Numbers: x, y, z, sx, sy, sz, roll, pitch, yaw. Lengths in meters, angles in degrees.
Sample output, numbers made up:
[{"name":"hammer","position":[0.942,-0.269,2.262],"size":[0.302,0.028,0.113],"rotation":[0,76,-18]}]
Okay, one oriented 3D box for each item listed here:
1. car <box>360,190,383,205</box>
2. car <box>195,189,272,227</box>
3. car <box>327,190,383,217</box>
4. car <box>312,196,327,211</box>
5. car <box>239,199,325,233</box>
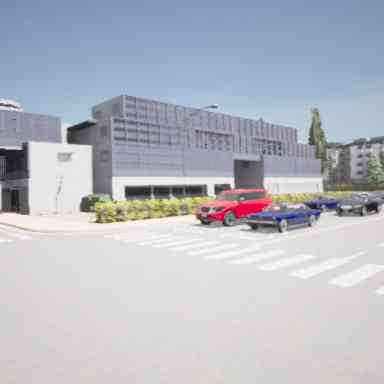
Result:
[{"name":"car","position":[20.248,0.573,36.369],"size":[4.674,1.442,1.812],"rotation":[-3,2,-43]},{"name":"car","position":[2.710,0.883,20.261],"size":[5.566,2.045,2.150],"rotation":[-2,1,-42]},{"name":"car","position":[12.180,0.883,24.177],"size":[4.902,1.511,2.128],"rotation":[-2,1,-43]},{"name":"car","position":[10.807,0.979,27.660],"size":[4.718,1.301,1.895],"rotation":[-2,1,-43]},{"name":"car","position":[4.813,1.253,17.368],"size":[4.718,1.301,1.895],"rotation":[-2,1,-44]}]
